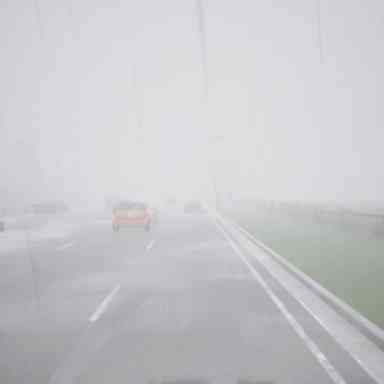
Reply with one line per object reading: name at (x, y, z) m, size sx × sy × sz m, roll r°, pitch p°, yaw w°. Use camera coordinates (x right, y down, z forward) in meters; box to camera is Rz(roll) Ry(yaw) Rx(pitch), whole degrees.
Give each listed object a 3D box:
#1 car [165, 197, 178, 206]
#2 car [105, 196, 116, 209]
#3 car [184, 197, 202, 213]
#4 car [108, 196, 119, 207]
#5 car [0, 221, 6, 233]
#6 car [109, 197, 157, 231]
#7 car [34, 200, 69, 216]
car at (-3.389, 1.520, 54.670) m, size 1.837 × 1.490 × 4.892 m, roll 0°, pitch 0°, yaw 0°
car at (-10.393, 1.366, 45.498) m, size 2.097 × 1.767 × 4.553 m, roll 0°, pitch 0°, yaw 0°
car at (0.108, 1.536, 36.369) m, size 1.812 × 1.442 × 4.674 m, roll 0°, pitch 0°, yaw 0°
car at (-6.893, 1.515, 34.134) m, size 1.837 × 1.490 × 4.892 m, roll 0°, pitch 0°, yaw 0°
car at (-10.397, 1.553, 14.509) m, size 2.033 × 1.411 × 5.357 m, roll 0°, pitch 0°, yaw 0°
car at (-3.396, 1.358, 20.537) m, size 2.097 × 1.767 × 4.553 m, roll 0°, pitch 0°, yaw 0°
car at (-13.894, 1.488, 33.161) m, size 1.882 × 1.535 × 5.008 m, roll 0°, pitch 0°, yaw 0°
